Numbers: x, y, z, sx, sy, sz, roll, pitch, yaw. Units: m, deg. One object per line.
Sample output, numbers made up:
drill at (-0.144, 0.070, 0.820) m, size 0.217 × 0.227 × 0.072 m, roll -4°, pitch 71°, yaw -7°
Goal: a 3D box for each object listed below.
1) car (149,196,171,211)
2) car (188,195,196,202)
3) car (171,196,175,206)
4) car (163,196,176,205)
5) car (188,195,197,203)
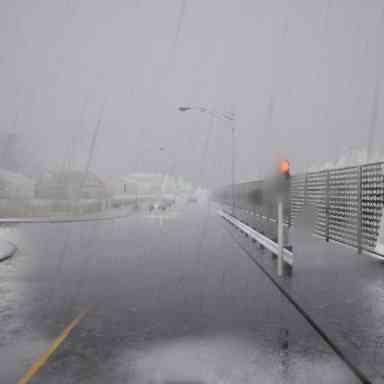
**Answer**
car at (-4.113, 1.491, 40.632) m, size 2.128 × 1.511 × 4.902 m, roll 0°, pitch 0°, yaw 0°
car at (-0.031, 1.478, 77.771) m, size 1.882 × 1.535 × 5.008 m, roll 0°, pitch 0°, yaw 0°
car at (-4.113, 1.564, 50.570) m, size 1.994 × 1.385 × 4.181 m, roll 0°, pitch 0°, yaw 0°
car at (-4.090, 1.478, 61.023) m, size 1.882 × 1.535 × 5.008 m, roll 0°, pitch 0°, yaw 0°
car at (0.075, 1.491, 67.472) m, size 2.128 × 1.511 × 4.902 m, roll 0°, pitch 0°, yaw 0°
